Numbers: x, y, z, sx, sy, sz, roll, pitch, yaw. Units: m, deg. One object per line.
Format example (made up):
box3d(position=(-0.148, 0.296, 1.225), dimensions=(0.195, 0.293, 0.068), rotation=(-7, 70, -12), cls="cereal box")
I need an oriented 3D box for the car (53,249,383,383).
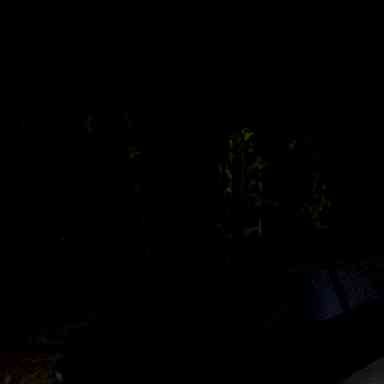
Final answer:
box3d(position=(1.183, 1.535, 4.341), dimensions=(5.357, 1.411, 2.033), rotation=(0, 0, -36), cls="car")
